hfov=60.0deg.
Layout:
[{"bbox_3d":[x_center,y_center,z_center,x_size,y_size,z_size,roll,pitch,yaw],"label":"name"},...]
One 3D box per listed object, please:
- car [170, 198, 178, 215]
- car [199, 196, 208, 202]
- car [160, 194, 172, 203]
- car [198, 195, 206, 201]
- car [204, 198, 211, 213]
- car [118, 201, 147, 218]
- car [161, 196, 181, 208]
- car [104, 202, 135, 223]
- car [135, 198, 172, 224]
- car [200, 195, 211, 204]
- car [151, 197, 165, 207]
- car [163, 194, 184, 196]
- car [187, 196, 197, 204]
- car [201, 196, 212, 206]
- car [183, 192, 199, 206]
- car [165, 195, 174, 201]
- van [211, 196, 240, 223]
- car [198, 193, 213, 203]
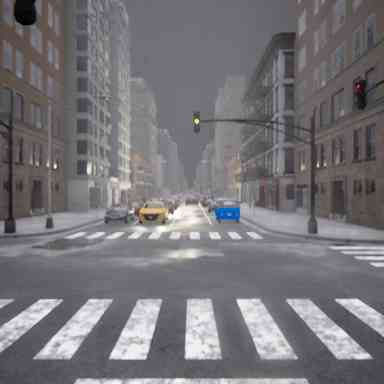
[{"bbox_3d":[-2.824,1.585,34.424,1.994,1.385,4.181,0,0,0],"label":"car"},{"bbox_3d":[2.585,1.576,76.335,2.008,1.369,4.403,0,0,0],"label":"car"},{"bbox_3d":[-5.436,1.340,70.644,2.192,1.841,5.009,0,0,0],"label":"car"},{"bbox_3d":[2.577,1.590,87.697,1.947,1.339,4.313,0,0,0],"label":"car"},{"bbox_3d":[2.612,1.605,36.565,1.802,1.307,4.206,0,0,0],"label":"car"},{"bbox_3d":[-5.410,1.564,30.871,1.887,1.381,4.507,0,0,0],"label":"car"},{"bbox_3d":[-2.815,1.551,43.181,1.812,1.442,4.674,0,0,1],"label":"car"},{"bbox_3d":[-5.406,1.566,25.189,2.008,1.369,4.403,0,0,0],"label":"car"},{"bbox_3d":[-2.850,1.494,25.473,1.882,1.535,5.008,0,0,0],"label":"car"},{"bbox_3d":[2.593,1.466,64.972,1.967,1.590,4.097,0,0,0],"label":"car"},{"bbox_3d":[-5.425,1.592,53.599,1.947,1.339,4.313,0,0,0],"label":"car"},{"bbox_3d":[-2.824,1.518,50.194,2.128,1.511,4.902,0,0,1],"label":"car"},{"bbox_3d":[-0.045,1.503,65.333,1.882,1.535,5.008,0,0,0],"label":"car"},{"bbox_3d":[2.604,1.609,47.928,1.802,1.307,4.206,0,0,0],"label":"car"},{"bbox_3d":[-0.038,1.378,55.301,2.097,1.767,4.553,0,0,0],"label":"car"},{"bbox_3d":[-5.444,1.465,82.008,1.967,1.590,4.097,0,0,0],"label":"car"},{"bbox_3d":[2.619,1.357,25.203,1.690,1.788,3.998,0,0,0],"label":"van"},{"bbox_3d":[2.601,1.341,53.610,2.192,1.841,5.009,0,0,0],"label":"car"}]
